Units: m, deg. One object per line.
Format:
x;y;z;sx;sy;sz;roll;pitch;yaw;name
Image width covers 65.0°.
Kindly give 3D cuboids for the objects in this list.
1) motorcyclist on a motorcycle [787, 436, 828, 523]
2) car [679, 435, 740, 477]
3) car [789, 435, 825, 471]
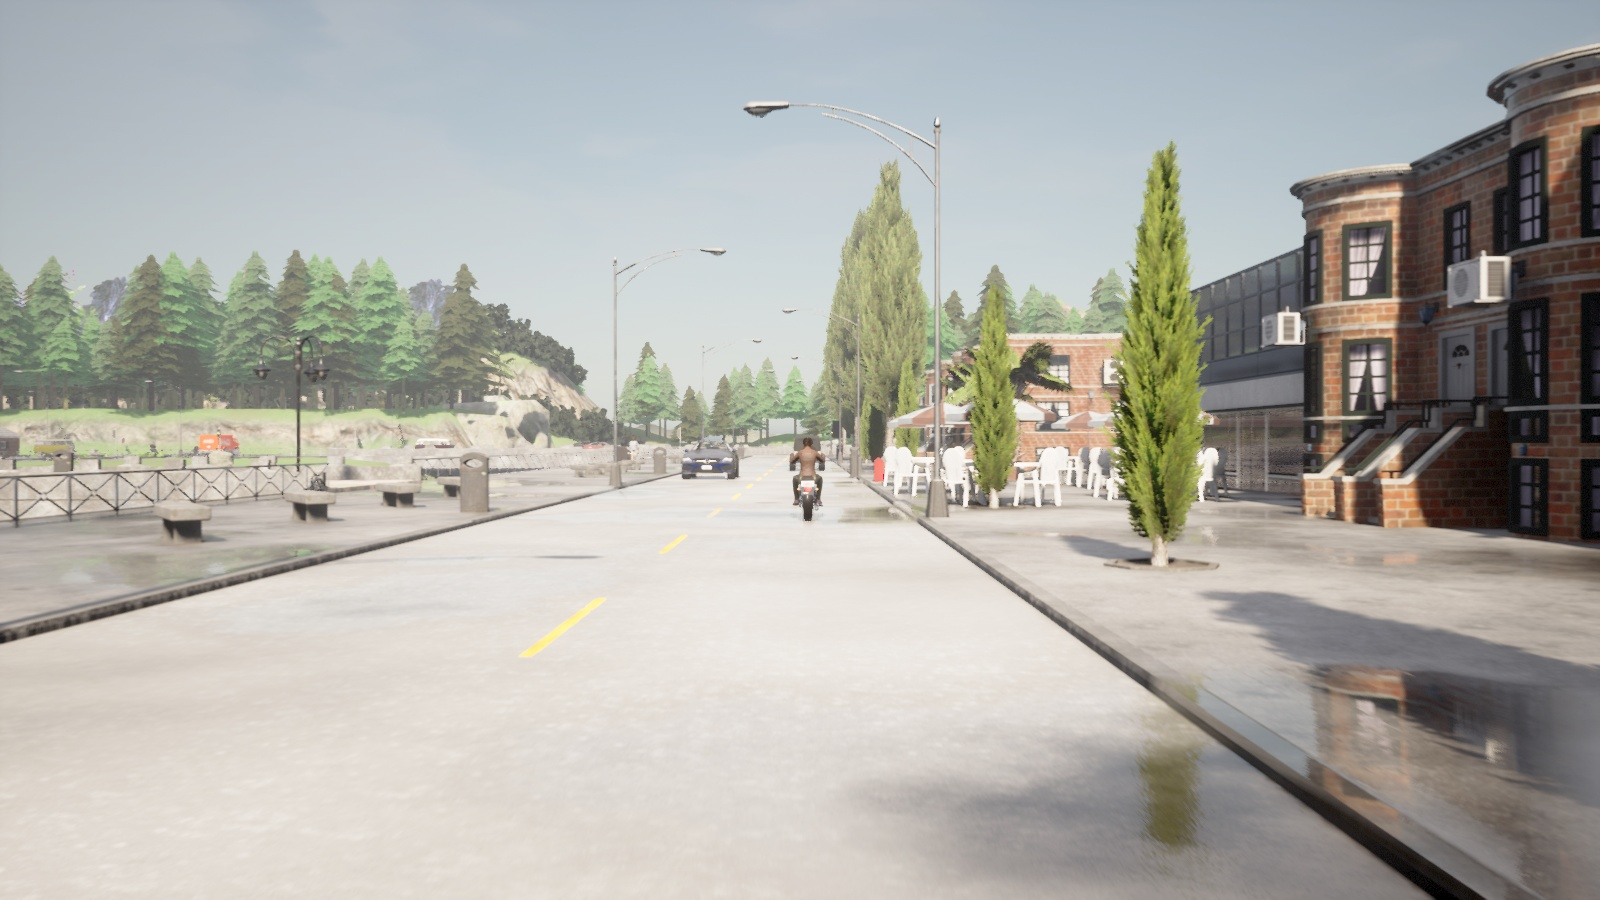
0.153;0.557;24.911;0.766;1.649;2.350;0;0;0;motorcyclist on a motorcycle
-3.695;0.228;52.233;2.152;1.651;5.027;0;0;0;car
0.394;0.156;68.580;1.905;1.878;3.866;0;0;0;car
